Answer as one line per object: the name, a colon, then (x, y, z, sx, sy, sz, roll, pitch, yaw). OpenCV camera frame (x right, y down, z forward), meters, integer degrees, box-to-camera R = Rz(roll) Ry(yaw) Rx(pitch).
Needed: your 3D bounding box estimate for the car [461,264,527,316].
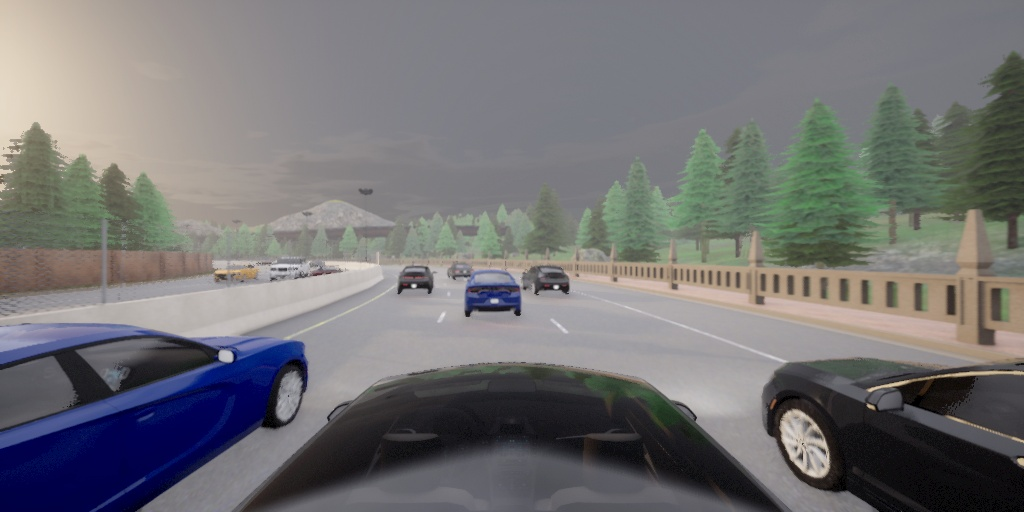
car: (-0.813, 1.248, 13.537, 1.882, 1.535, 5.008, 0, 0, -6)

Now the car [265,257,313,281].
car: (-19.537, 1.082, 31.732, 2.150, 2.045, 5.566, 0, 0, -20)

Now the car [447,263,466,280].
car: (-4.605, 1.358, 31.770, 2.033, 1.411, 5.357, 0, 0, -17)

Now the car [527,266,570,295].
car: (1.750, 1.276, 19.974, 1.837, 1.490, 4.892, 0, 0, -10)

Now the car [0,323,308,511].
car: (-3.546, 1.241, 2.627, 1.882, 1.535, 5.008, 0, 0, 0)

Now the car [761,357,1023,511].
car: (3.441, 1.243, 1.656, 1.837, 1.490, 4.892, 0, 0, 0)

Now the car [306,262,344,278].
car: (-15.052, 1.443, 29.349, 1.895, 1.301, 4.718, 0, 0, -18)

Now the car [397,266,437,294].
car: (-5.558, 1.302, 21.017, 1.837, 1.490, 4.892, 0, 0, -11)

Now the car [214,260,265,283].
car: (-22.510, 1.346, 29.542, 1.882, 1.535, 5.008, 0, 0, -19)
